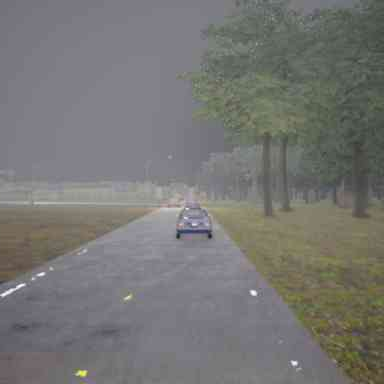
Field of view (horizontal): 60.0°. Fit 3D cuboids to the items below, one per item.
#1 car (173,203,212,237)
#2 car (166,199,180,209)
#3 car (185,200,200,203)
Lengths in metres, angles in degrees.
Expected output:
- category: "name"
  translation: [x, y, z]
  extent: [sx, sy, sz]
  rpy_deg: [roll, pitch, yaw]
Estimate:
- category: "car"
  translation: [0.101, 1.573, 18.075]
  extent: [2.033, 1.411, 5.357]
  rpy_deg: [0, 0, 0]
- category: "car"
  translation: [-2.763, 1.726, 50.441]
  extent: [1.812, 1.442, 4.674]
  rpy_deg: [0, -1, 0]
- category: "car"
  translation: [0.105, 1.697, 41.575]
  extent: [1.994, 1.385, 4.181]
  rpy_deg: [0, 0, 0]
